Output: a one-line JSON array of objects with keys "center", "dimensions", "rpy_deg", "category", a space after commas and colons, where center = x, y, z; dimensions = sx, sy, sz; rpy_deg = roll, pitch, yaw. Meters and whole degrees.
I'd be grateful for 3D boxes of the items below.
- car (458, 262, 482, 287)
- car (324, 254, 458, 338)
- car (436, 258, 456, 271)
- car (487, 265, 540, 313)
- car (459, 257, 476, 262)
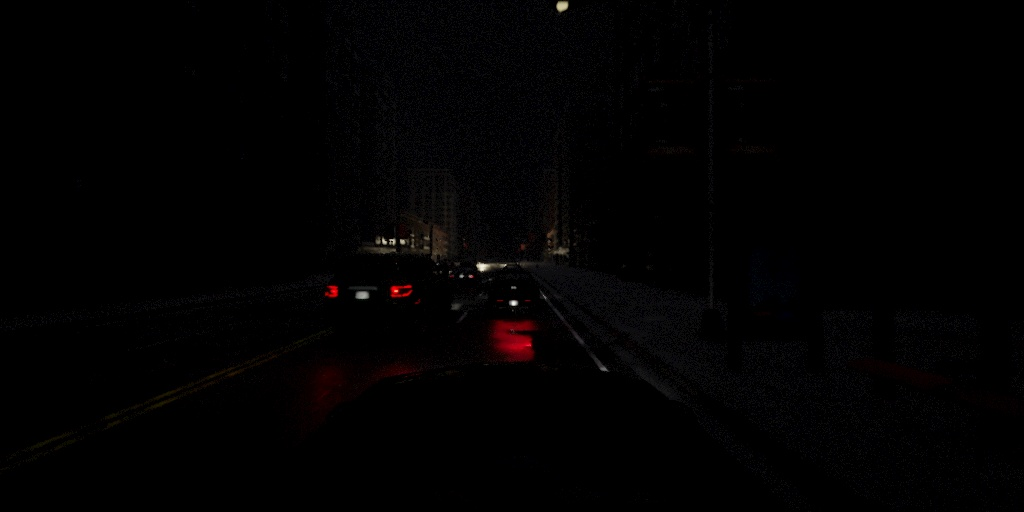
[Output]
[{"center": [-3.205, 1.350, 25.381], "dimensions": [2.033, 1.411, 5.357], "rpy_deg": [0, 0, 0], "category": "car"}, {"center": [-3.212, 0.985, 10.488], "dimensions": [2.150, 2.045, 5.566], "rpy_deg": [0, -1, 1], "category": "car"}, {"center": [-9.811, 1.222, 53.538], "dimensions": [2.097, 1.767, 4.553], "rpy_deg": [0, 0, 0], "category": "car"}, {"center": [0.072, 1.283, 14.233], "dimensions": [1.837, 1.490, 4.892], "rpy_deg": [0, 0, 0], "category": "car"}, {"center": [-6.558, 1.093, 53.846], "dimensions": [2.150, 2.045, 5.566], "rpy_deg": [0, 0, 0], "category": "car"}]
